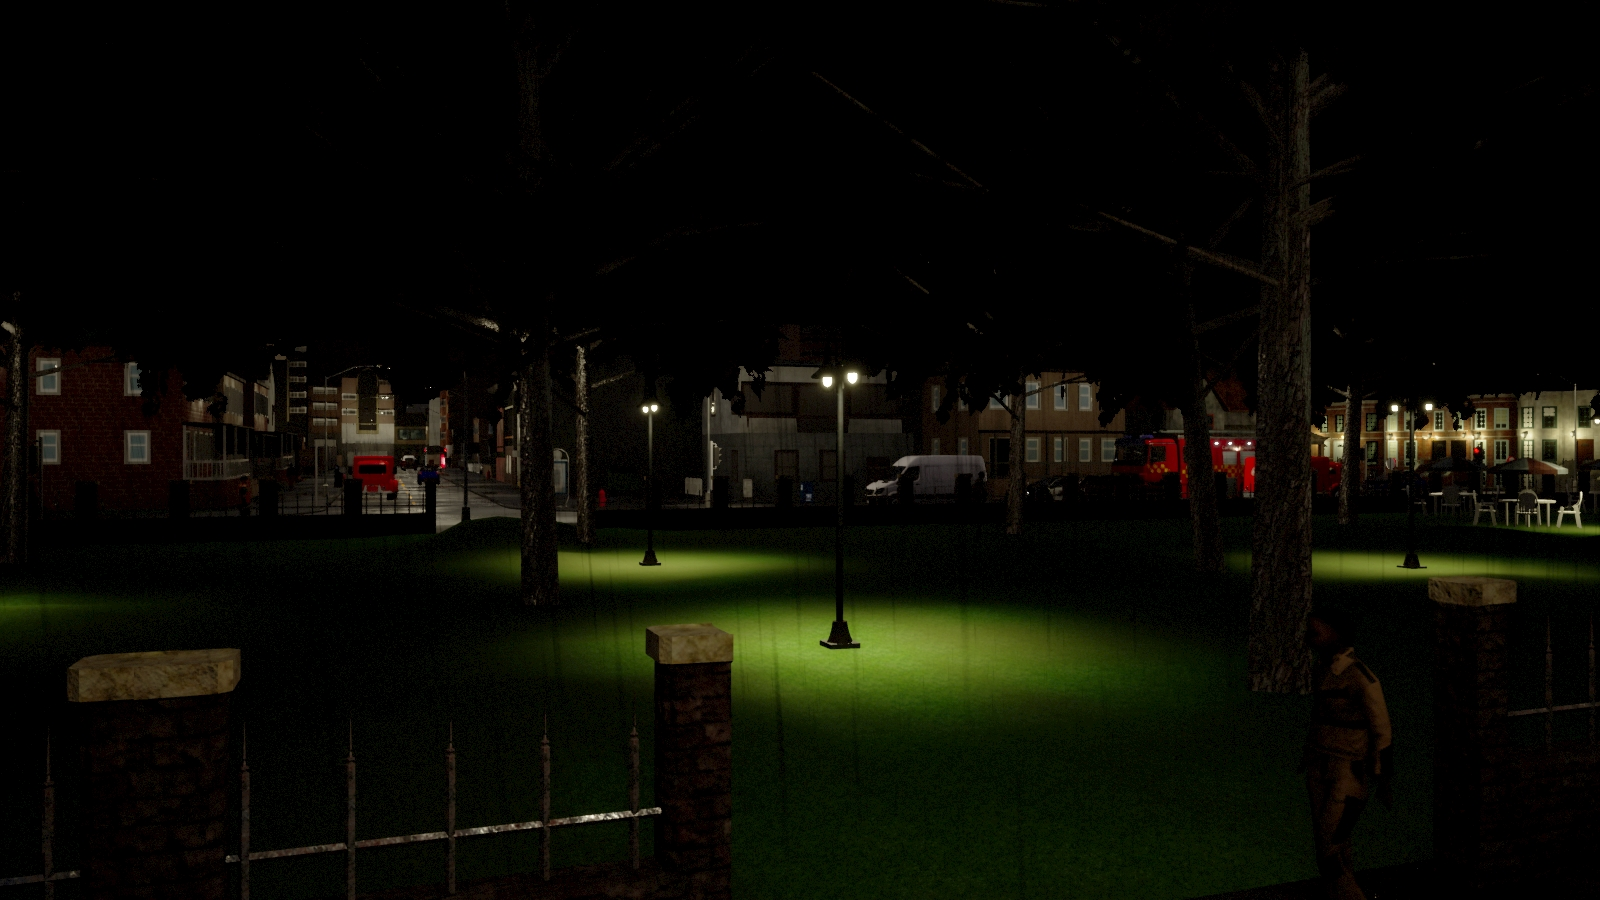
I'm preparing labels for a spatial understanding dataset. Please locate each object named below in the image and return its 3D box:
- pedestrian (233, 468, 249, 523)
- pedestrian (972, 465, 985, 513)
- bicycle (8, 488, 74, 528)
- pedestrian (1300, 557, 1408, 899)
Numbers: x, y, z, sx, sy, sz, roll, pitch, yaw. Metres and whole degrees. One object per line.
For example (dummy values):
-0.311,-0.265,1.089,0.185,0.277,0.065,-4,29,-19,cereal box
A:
-18.859,1.525,38.540,0.375,1.860,0.375,0,0,-3,pedestrian
6.986,1.525,44.671,0.375,1.860,0.375,0,0,-21,pedestrian
-25.526,1.940,38.454,1.835,1.271,0.329,0,0,-20,bicycle
2.975,1.525,6.147,0.375,1.860,0.375,0,0,-9,pedestrian
